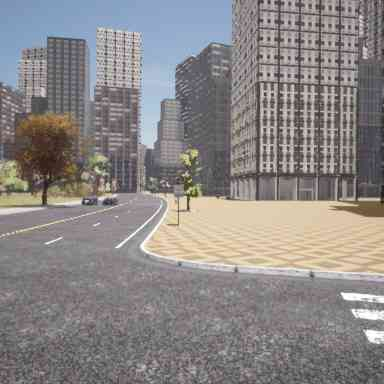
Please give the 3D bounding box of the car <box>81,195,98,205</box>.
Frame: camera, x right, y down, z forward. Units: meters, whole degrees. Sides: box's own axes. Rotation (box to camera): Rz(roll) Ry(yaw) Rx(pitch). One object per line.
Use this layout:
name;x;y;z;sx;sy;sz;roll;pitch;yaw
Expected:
car;-16.284;1.310;53.244;2.128;1.511;4.902;0;0;-4

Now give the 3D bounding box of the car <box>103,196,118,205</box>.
car;-13.045;1.411;53.493;1.994;1.385;4.181;0;0;-4
